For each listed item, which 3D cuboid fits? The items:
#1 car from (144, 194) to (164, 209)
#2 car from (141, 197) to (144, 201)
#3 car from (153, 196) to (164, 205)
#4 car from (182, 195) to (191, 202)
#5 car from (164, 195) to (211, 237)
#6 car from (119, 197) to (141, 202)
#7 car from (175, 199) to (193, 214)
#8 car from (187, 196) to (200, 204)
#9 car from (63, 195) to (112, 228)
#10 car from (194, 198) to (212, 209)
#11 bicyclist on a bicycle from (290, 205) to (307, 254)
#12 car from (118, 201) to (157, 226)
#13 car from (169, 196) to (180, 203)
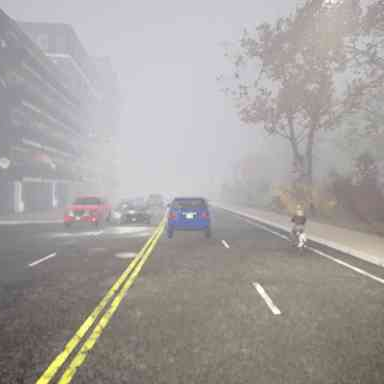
[{"bbox_3d":[-4.899,1.253,44.986,2.150,2.045,5.566,0,0,-4],"label":"car"},{"bbox_3d":[-9.203,1.562,59.140,1.812,1.442,4.674,0,0,-4],"label":"car"},{"bbox_3d":[-6.197,1.537,62.063,1.837,1.490,4.892,0,0,-5],"label":"car"},{"bbox_3d":[-1.358,1.549,78.735,1.812,1.442,4.674,0,0,-7],"label":"car"},{"bbox_3d":[-0.187,1.236,18.191,2.150,2.045,5.566,0,0,-2],"label":"car"},{"bbox_3d":[-7.932,1.524,41.319,2.128,1.511,4.902,0,0,-3],"label":"car"},{"bbox_3d":[-0.958,1.550,36.636,1.812,1.442,4.674,0,0,-3],"label":"car"},{"bbox_3d":[0.232,1.503,63.694,1.882,1.535,5.008,0,0,-5],"label":"car"},{"bbox_3d":[-7.046,1.242,23.025,2.150,2.045,5.566,0,0,-2],"label":"car"},{"bbox_3d":[1.561,1.572,48.422,2.033,1.411,5.357,0,0,-4],"label":"car"},{"bbox_3d":[3.988,1.379,12.624,0.659,1.776,1.843,0,0,-1],"label":"bicyclist on a bicycle"},{"bbox_3d":[-3.819,1.584,23.514,1.994,1.385,4.181,0,0,-2],"label":"car"},{"bbox_3d":[-3.946,1.555,72.595,2.128,1.511,4.902,0,0,-6],"label":"car"}]
